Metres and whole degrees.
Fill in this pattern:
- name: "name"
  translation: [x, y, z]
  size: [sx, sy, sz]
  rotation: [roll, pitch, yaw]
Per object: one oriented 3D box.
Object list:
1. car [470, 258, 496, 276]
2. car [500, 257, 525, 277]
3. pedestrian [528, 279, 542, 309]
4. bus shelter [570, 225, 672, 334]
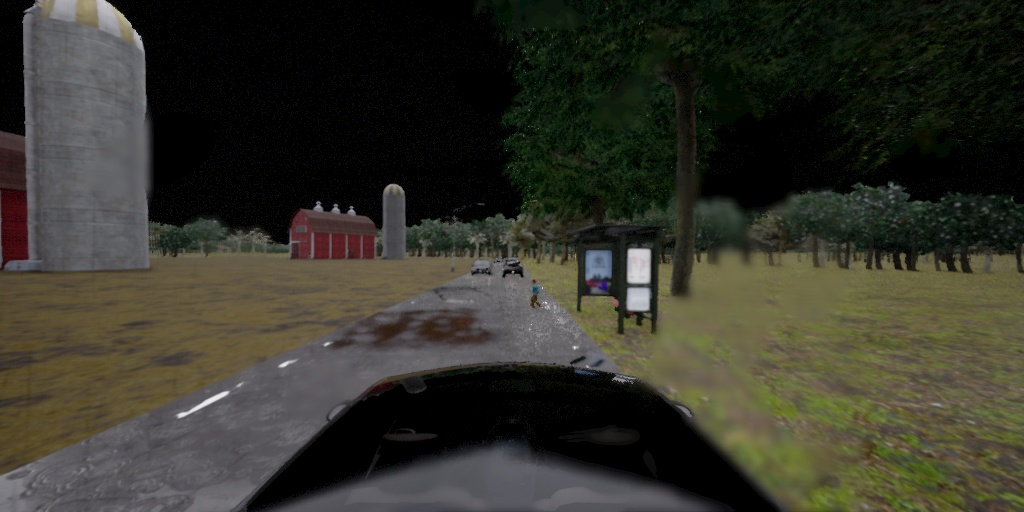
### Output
- name: "car"
  translation: [-2.830, 1.100, 34.422]
  size: [1.837, 1.490, 4.892]
  rotation: [0, 0, 0]
- name: "car"
  translation: [0.095, 1.106, 33.162]
  size: [1.837, 1.490, 4.892]
  rotation: [0, 0, 0]
- name: "pedestrian"
  translation: [0.867, 1.368, 12.871]
  size: [0.500, 1.100, 0.500]
  rotation: [-1, 1, -5]
- name: "bus shelter"
  translation: [3.128, 0.577, 11.142]
  size: [1.920, 2.740, 3.880]
  rotation: [0, 0, 0]
